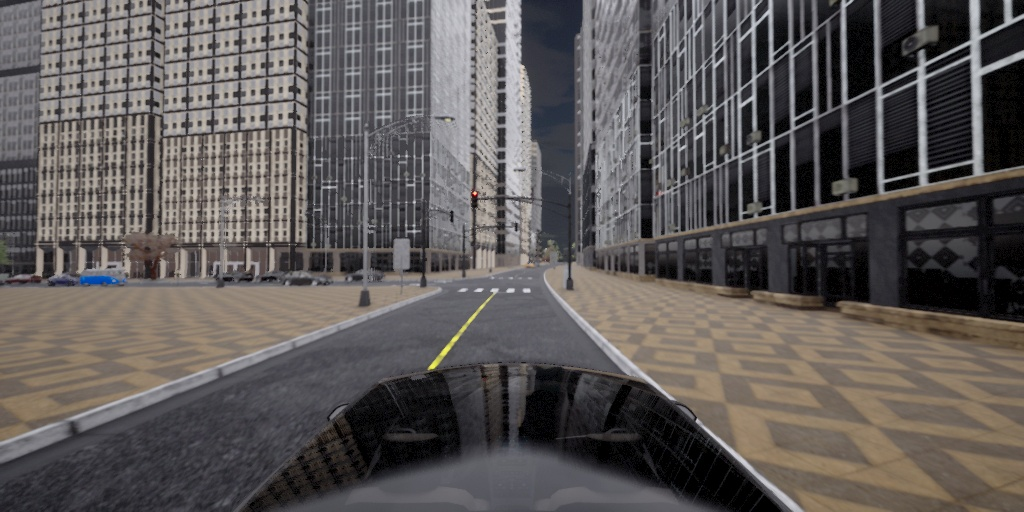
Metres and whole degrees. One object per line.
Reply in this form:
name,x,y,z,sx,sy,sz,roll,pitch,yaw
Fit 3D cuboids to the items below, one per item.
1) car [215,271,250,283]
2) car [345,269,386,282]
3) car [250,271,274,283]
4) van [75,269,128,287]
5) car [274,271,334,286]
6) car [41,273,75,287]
car,-32.509,2.447,42.075,4.313,1.339,1.948,0,0,11
car,-15.928,2.103,38.955,4.403,1.370,2.007,0,0,11
car,-26.982,2.337,41.035,4.313,1.339,1.948,0,0,11
van,-39.589,2.179,34.881,3.998,1.789,1.690,0,0,11
car,-17.480,1.949,30.721,4.403,1.370,2.007,0,0,11
car,-48.212,2.599,39.241,4.674,1.442,1.812,-1,-1,11
